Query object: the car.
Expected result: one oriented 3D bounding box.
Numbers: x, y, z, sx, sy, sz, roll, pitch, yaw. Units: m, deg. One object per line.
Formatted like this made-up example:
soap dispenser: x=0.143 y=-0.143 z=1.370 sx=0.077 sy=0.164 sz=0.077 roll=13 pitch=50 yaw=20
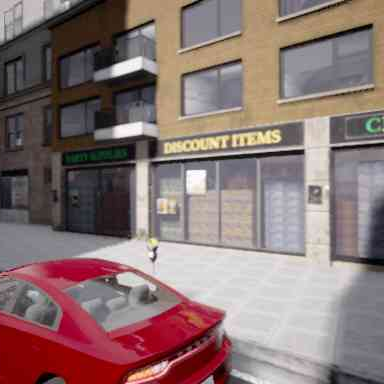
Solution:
car: x=-1.693 y=1.522 z=4.182 sx=4.507 sy=1.381 sz=1.887 roll=0 pitch=0 yaw=36
